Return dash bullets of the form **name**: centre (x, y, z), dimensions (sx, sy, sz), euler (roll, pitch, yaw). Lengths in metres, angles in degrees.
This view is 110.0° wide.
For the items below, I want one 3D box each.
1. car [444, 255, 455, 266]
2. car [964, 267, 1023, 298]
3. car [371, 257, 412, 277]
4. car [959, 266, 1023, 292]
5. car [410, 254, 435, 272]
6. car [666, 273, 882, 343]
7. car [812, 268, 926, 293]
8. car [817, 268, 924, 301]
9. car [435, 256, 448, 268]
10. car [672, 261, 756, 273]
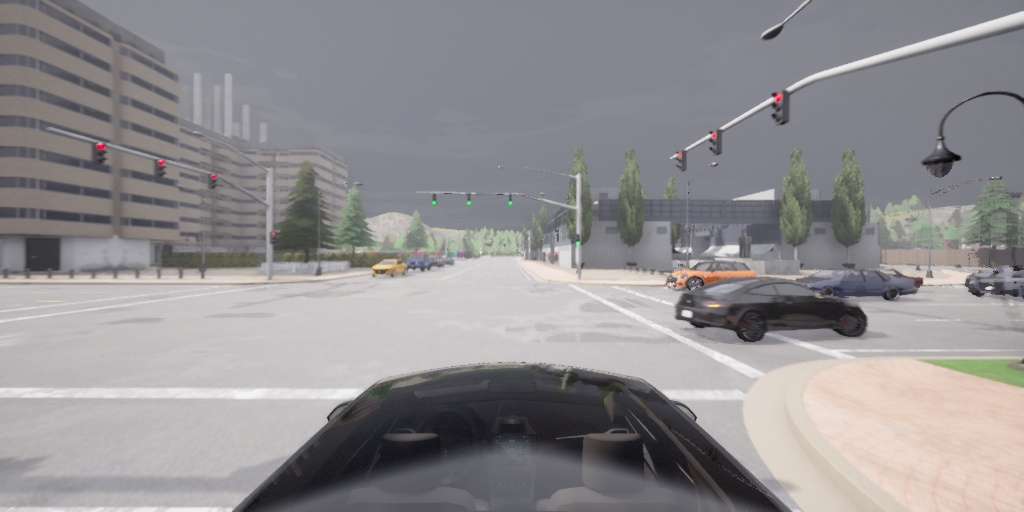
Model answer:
- **car**: centre (-11.250, 0.989, 63.614), dimensions (2.033, 1.411, 5.357), euler (0, 0, -1)
- **car**: centre (24.650, 1.338, 17.233), dimensions (4.181, 1.385, 1.994), euler (0, 0, -7)
- **car**: centre (-11.033, 1.054, 32.533), dimensions (1.882, 1.535, 5.008), euler (0, 0, 1)
- **car**: centre (29.868, 1.337, 21.729), dimensions (4.181, 1.385, 1.994), euler (0, 0, -16)
- **car**: centre (-11.092, 0.754, 42.658), dimensions (2.150, 2.045, 5.566), euler (0, 0, -1)
- **car**: centre (6.581, 1.267, 9.288), dimensions (4.674, 1.442, 1.812), euler (0, -1, -11)
- **car**: centre (20.072, 1.344, 20.302), dimensions (4.718, 1.301, 1.895), euler (0, 0, -3)
- **car**: centre (15.428, 1.290, 16.620), dimensions (5.357, 1.411, 2.033), euler (0, 0, -2)
- **car**: centre (-11.178, 1.089, 52.960), dimensions (1.895, 1.301, 4.718), euler (0, 0, 0)
- **car**: centre (11.084, 1.064, 20.059), dimensions (4.553, 1.767, 2.097), euler (0, 0, -1)
